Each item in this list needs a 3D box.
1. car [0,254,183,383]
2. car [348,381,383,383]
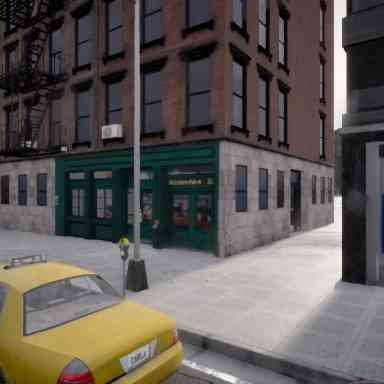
[{"bbox_3d":[-2.384,1.525,4.507,4.829,1.417,1.752,0,0,35],"label":"car"},{"bbox_3d":[2.381,1.582,1.109,4.206,1.307,1.802,0,0,35],"label":"car"}]
